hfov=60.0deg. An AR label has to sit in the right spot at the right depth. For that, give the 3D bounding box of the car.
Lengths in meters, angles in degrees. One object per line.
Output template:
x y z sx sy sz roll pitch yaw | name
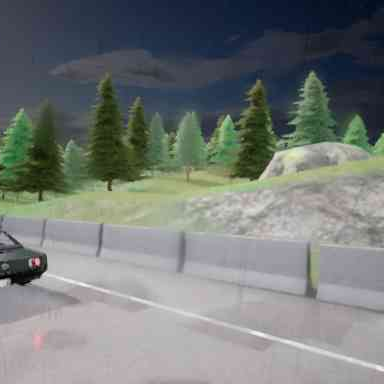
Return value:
-5.598 1.547 8.073 4.718 1.301 1.895 0 0 37 | car
